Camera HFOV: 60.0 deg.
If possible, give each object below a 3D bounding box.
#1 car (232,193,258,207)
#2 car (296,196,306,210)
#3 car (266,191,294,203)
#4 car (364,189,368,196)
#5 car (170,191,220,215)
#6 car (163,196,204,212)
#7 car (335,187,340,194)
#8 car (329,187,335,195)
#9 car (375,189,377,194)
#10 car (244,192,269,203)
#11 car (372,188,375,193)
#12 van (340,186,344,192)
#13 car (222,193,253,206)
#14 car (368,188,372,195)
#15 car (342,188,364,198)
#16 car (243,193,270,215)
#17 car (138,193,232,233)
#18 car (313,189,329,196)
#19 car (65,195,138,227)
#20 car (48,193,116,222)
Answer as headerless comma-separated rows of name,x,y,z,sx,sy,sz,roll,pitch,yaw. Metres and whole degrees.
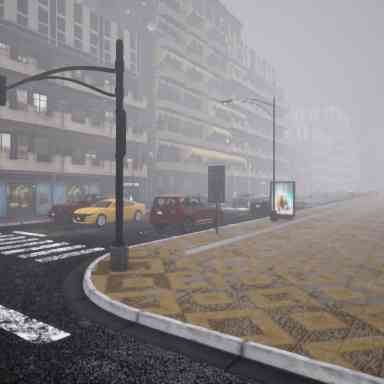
car,6.080,0.842,36.812,1.837,1.490,4.892,0,1,35
car,9.353,0.965,31.376,1.947,1.339,4.313,1,2,35
car,12.084,0.631,45.338,2.128,1.511,4.902,0,1,35
car,31.578,0.098,63.213,1.967,1.590,4.097,1,2,35
car,0.339,0.878,28.601,2.097,1.767,4.553,0,1,35
car,-0.730,1.069,31.572,1.802,1.307,4.206,2,2,35
car,34.187,-0.240,81.593,1.967,1.590,4.097,2,2,35
car,31.012,-0.027,77.048,1.887,1.381,4.507,2,2,35
car,44.277,-0.221,81.411,2.008,1.369,4.403,1,2,35
car,8.792,0.754,45.214,1.802,1.307,4.206,2,2,35
car,37.928,-0.012,72.314,1.887,1.381,4.507,1,2,35
van,37.362,-0.446,86.137,1.690,1.788,3.998,2,2,35
car,5.619,0.828,40.667,2.008,1.369,4.403,2,2,35
car,34.753,0.095,67.765,1.887,1.381,4.507,1,2,35
car,28.403,0.308,58.668,1.887,1.381,4.507,1,2,35
car,6.178,1.069,26.827,1.947,1.339,4.313,1,2,35
car,-0.170,1.026,17.724,2.192,1.841,5.009,1,2,35
car,27.838,-0.025,72.497,1.967,1.590,4.097,2,2,35
car,-5.045,1.180,20.880,1.882,1.535,5.008,0,1,34
car,-7.076,1.010,22.469,2.192,1.841,5.009,1,2,35
